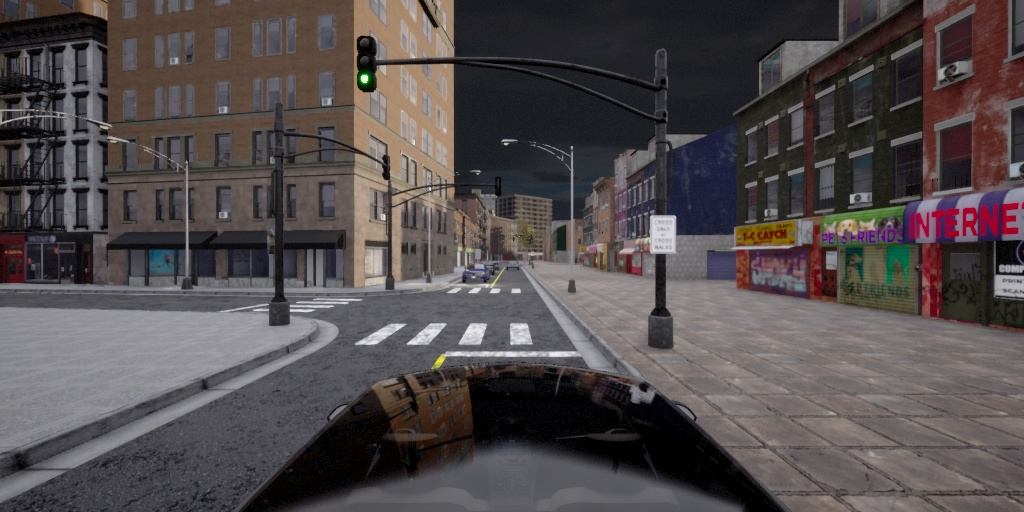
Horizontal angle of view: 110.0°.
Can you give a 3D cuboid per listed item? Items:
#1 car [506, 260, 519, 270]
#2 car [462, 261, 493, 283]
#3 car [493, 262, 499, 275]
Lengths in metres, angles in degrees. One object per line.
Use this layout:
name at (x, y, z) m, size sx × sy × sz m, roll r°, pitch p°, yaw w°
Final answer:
car at (0.111, 1.310, 52.760) m, size 2.033 × 1.411 × 5.357 m, roll 0°, pitch 0°, yaw 0°
car at (-2.792, 1.279, 28.425) m, size 1.812 × 1.442 × 4.674 m, roll 0°, pitch 0°, yaw 0°
car at (-2.769, 1.247, 38.860) m, size 2.128 × 1.511 × 4.902 m, roll 0°, pitch 0°, yaw 0°
